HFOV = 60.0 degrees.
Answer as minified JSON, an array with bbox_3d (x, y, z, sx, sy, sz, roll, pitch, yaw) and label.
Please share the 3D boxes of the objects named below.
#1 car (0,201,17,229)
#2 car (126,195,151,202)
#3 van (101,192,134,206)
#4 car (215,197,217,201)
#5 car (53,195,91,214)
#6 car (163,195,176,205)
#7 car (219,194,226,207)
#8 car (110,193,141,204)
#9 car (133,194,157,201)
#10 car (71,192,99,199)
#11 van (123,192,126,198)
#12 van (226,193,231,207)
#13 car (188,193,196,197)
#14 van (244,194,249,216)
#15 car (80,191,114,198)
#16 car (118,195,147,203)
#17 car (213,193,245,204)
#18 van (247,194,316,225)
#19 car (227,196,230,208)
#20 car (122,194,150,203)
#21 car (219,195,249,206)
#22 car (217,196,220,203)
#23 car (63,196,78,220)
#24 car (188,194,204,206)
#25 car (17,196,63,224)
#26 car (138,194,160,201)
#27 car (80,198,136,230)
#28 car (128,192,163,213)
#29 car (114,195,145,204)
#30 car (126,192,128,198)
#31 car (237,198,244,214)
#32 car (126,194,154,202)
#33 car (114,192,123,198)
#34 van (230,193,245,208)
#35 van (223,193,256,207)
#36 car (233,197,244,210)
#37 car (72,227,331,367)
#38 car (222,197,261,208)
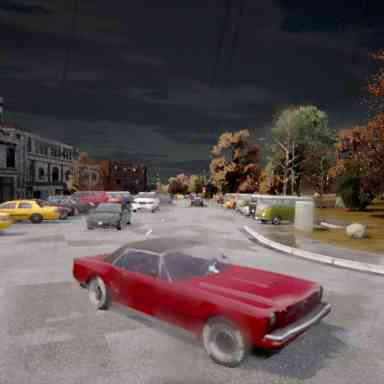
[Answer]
[{"bbox_3d":[-11.399,1.236,15.395,5.366,1.575,1.946,0,0,-19],"label":"car"},{"bbox_3d":[-10.537,1.257,65.318,4.674,1.452,2.002,0,0,-19],"label":"car"},{"bbox_3d":[-10.668,0.963,47.759,4.442,1.987,1.878,0,0,-19],"label":"van"},{"bbox_3d":[7.261,1.551,62.169,4.792,1.488,2.163,2,0,-19],"label":"car"},{"bbox_3d":[-11.053,1.207,27.184,4.892,1.521,2.231,0,0,-19],"label":"car"},{"bbox_3d":[-4.257,1.336,55.747,1.837,1.490,4.892,1,-1,1],"label":"car"},{"bbox_3d":[6.817,1.487,44.429,5.366,1.575,1.946,2,0,-19],"label":"car"},{"bbox_3d":[-10.726,1.070,53.577,4.553,1.767,2.185,0,0,-19],"label":"car"},{"bbox_3d":[-10.420,1.235,74.119,4.892,1.521,2.231,0,0,-19],"label":"car"},{"bbox_3d":[-11.053,1.072,30.115,4.553,1.767,2.185,0,0,-19],"label":"car"},{"bbox_3d":[-10.965,0.961,41.807,4.442,1.987,1.878,0,0,-19],"label":"van"},{"bbox_3d":[7.067,1.274,41.589,4.442,1.987,1.878,2,0,-19],"label":"van"},{"bbox_3d":[0.842,1.416,62.444,2.128,1.511,4.902,1,0,1],"label":"car"},{"bbox_3d":[6.862,1.293,26.871,4.442,1.987,1.878,2,0,-19],"label":"van"},{"bbox_3d":[-11.004,0.943,33.038,5.566,2.045,2.435,0,0,-19],"label":"car"},{"bbox_3d":[-10.588,1.236,59.462,4.792,1.488,2.163,0,0,-19],"label":"car"},{"bbox_3d":[7.258,1.274,65.087,5.566,2.045,2.435,2,0,-19],"label":"car"},{"bbox_3d":[6.603,1.294,23.841,4.442,1.987,1.878,2,0,-19],"label":"van"},{"bbox_3d":[6.905,1.536,38.608,4.674,1.452,2.002,2,0,-19],"label":"car"},{"bbox_3d":[-10.585,1.213,62.388,4.892,1.521,2.231,0,0,-19],"label":"car"},{"bbox_3d":[7.130,1.382,56.258,4.553,1.767,2.185,2,0,-19],"label":"car"},{"bbox_3d":[7.140,1.535,53.335,4.792,1.488,2.163,2,0,-19],"label":"car"},{"bbox_3d":[-11.069,1.243,24.257,4.792,1.488,2.163,0,0,-19],"label":"car"},{"bbox_3d":[0.798,1.434,52.172,1.812,1.442,4.674,1,0,1],"label":"car"},{"bbox_3d":[-11.317,1.218,21.255,5.366,1.575,1.946,0,0,-19],"label":"car"},{"bbox_3d":[-10.330,1.247,79.981,4.892,1.521,2.231,0,0,-19],"label":"car"},{"bbox_3d":[-4.805,1.353,19.808,1.837,1.490,4.892,1,1,-1],"label":"car"},{"bbox_3d":[-4.642,1.040,34.183,2.150,2.045,5.566,1,0,1],"label":"car"},{"bbox_3d":[-10.662,1.201,56.516,4.892,1.521,2.231,0,0,-19],"label":"car"},{"bbox_3d":[-10.811,1.187,44.782,5.008,1.535,2.097,0,0,-19],"label":"car"},{"bbox_3d":[6.792,1.548,29.769,4.674,1.452,2.002,2,0,-19],"label":"car"},{"bbox_3d":[-10.667,1.219,68.185,5.366,1.575,1.946,0,0,-19],"label":"car"},{"bbox_3d":[-10.868,1.061,38.924,4.553,1.767,2.185,0,0,-19],"label":"car"},{"bbox_3d":[6.768,1.271,35.616,4.442,1.987,1.878,2,0,-19],"label":"van"},{"bbox_3d":[7.186,1.278,50.424,4.442,1.987,1.878,2,0,-19],"label":"van"},{"bbox_3d":[6.830,1.544,32.714,4.674,1.452,2.002,2,0,-19],"label":"car"},{"bbox_3d":[-0.150,1.580,5.954,4.718,1.301,1.895,1,0,42],"label":"car"},{"bbox_3d":[7.024,1.498,47.437,4.892,1.521,2.231,2,0,-19],"label":"car"}]
